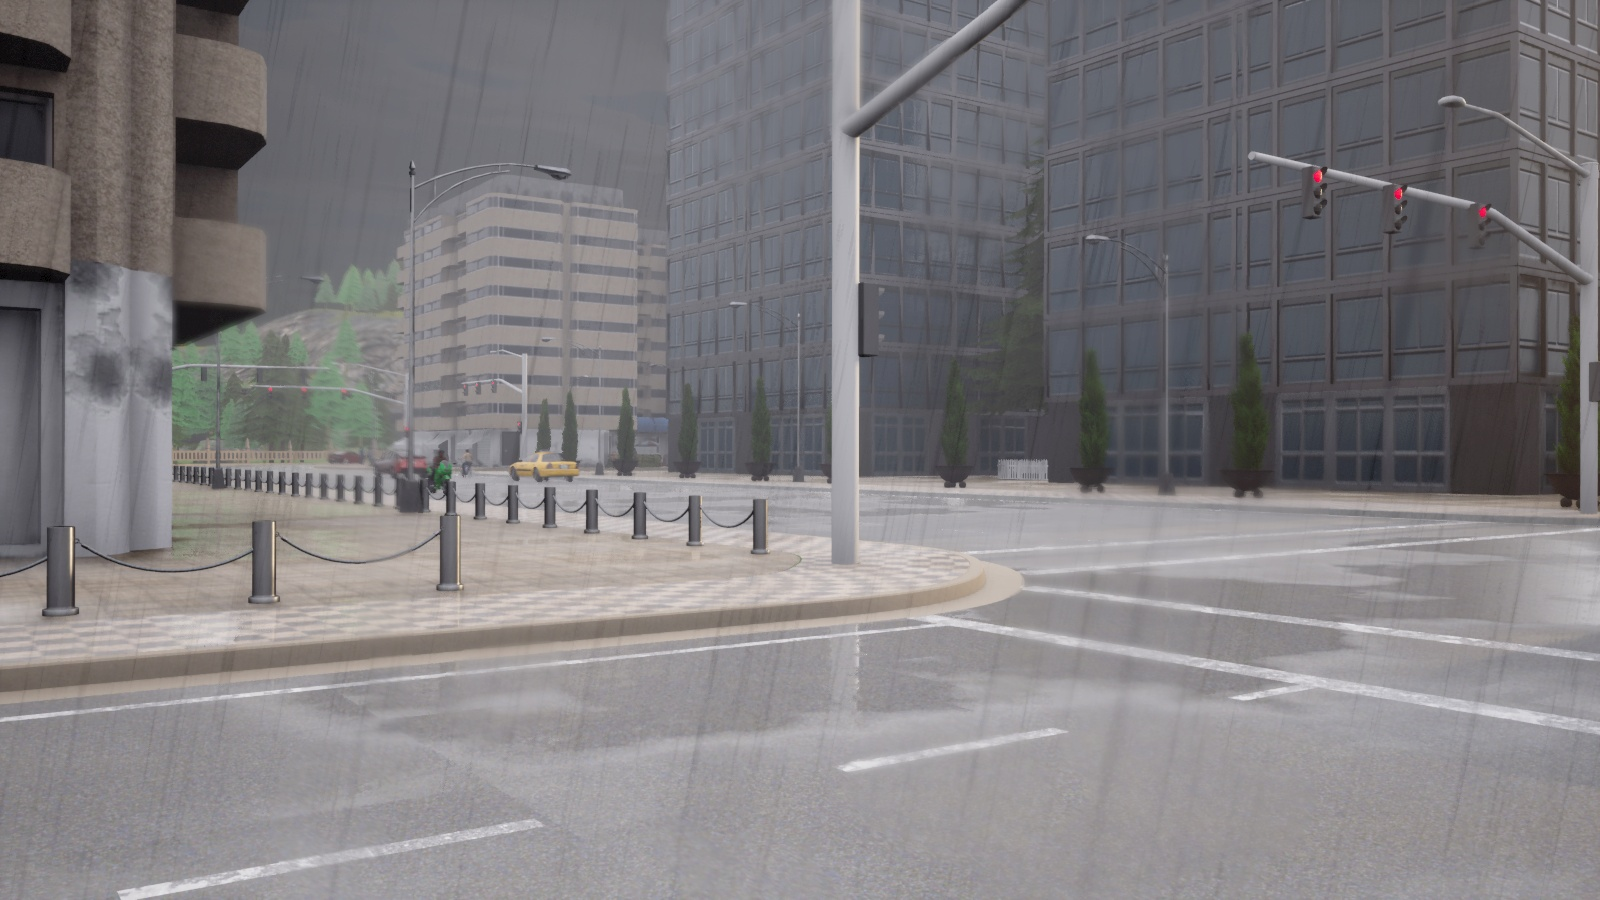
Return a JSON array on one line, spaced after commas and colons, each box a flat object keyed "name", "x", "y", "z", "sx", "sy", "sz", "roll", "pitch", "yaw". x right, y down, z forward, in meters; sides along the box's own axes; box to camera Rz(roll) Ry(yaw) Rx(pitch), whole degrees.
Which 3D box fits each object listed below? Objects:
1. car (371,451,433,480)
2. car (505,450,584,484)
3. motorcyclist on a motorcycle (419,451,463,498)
[{"name": "car", "x": -21.780, "y": 0.850, "z": 68.660, "sx": 2.007, "sy": 1.525, "sz": 4.514, "roll": 0, "pitch": 0, "yaw": -34}, {"name": "car", "x": -12.526, "y": 0.805, "z": 61.315, "sx": 1.801, "sy": 1.575, "sz": 5.366, "roll": 0, "pitch": 0, "yaw": -34}, {"name": "motorcyclist on a motorcycle", "x": -11.979, "y": 0.799, "z": 41.895, "sx": 0.797, "sy": 1.523, "sz": 2.044, "roll": 0, "pitch": 0, "yaw": -34}]
